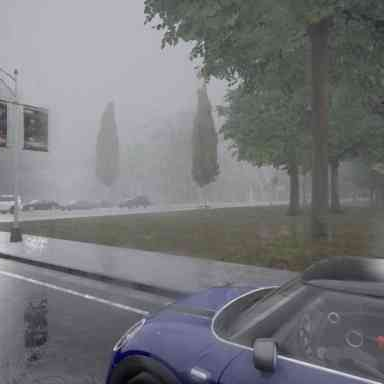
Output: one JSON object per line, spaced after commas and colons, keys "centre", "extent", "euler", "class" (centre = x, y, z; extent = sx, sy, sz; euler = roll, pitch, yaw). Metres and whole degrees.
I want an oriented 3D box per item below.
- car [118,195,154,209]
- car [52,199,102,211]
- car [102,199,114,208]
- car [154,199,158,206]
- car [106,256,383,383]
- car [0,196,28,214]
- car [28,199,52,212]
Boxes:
{"centre": [-9.132, 1.514, 52.631], "extent": [2.150, 2.045, 5.566], "euler": [0, 0, 36], "class": "car"}
{"centre": [-15.121, 1.778, 44.079], "extent": [2.033, 1.411, 5.357], "euler": [0, 0, 35], "class": "car"}
{"centre": [-14.096, 1.836, 51.209], "extent": [1.994, 1.385, 4.181], "euler": [0, 0, 35], "class": "car"}
{"centre": [-8.150, 1.835, 59.652], "extent": [2.128, 1.511, 4.902], "euler": [0, 0, 36], "class": "car"}
{"centre": [1.394, 1.352, 2.694], "extent": [4.553, 1.767, 2.097], "euler": [0, 0, 36], "class": "car"}
{"centre": [-21.085, 1.399, 35.563], "extent": [2.150, 2.045, 5.566], "euler": [0, 0, 34], "class": "car"}
{"centre": [-19.779, 1.695, 43.090], "extent": [1.882, 1.535, 5.008], "euler": [0, 0, 35], "class": "car"}
